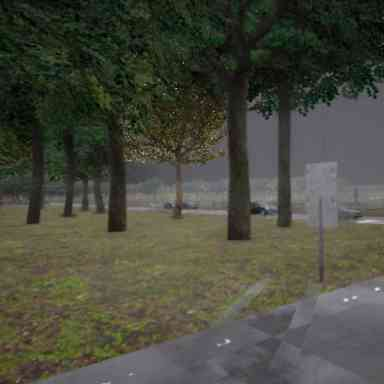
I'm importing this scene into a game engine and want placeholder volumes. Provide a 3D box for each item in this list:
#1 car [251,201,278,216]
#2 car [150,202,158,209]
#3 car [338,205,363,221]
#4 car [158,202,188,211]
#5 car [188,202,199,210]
[{"bbox_3d":[8.046,1.885,39.505,2.097,1.767,4.553,-1,0,-35],"label":"car"},{"bbox_3d":[-6.426,2.592,64.930,1.895,1.301,4.718,-1,0,-35],"label":"car"},{"bbox_3d":[13.747,1.916,31.436,1.994,1.385,4.181,-1,0,-35],"label":"car"},{"bbox_3d":[-3.186,2.381,55.502,1.837,1.490,4.892,-1,-1,-35],"label":"car"},{"bbox_3d":[-0.872,2.374,57.153,2.033,1.411,5.357,-1,0,-35],"label":"car"}]
